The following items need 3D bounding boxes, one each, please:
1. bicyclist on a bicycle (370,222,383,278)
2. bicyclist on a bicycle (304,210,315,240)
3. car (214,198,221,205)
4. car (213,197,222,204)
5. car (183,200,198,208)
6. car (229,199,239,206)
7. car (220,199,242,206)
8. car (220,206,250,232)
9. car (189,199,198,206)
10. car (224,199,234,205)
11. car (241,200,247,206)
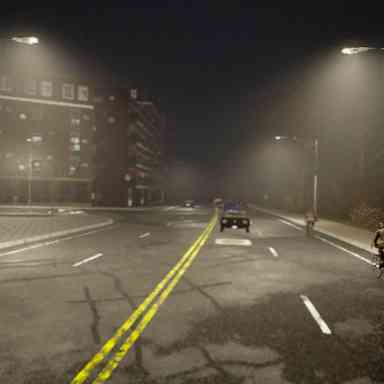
[{"bbox_3d":[5.297,1.671,9.139,0.582,1.620,1.656,1,-1,8],"label":"bicyclist on a bicycle"},{"bbox_3d":[6.438,1.792,18.154,0.582,1.620,1.656,1,-1,7],"label":"bicyclist on a bicycle"},{"bbox_3d":[7.078,2.625,84.379,1.895,1.301,4.718,1,-1,1],"label":"car"},{"bbox_3d":[7.259,2.391,94.369,2.097,1.767,4.553,1,-1,1],"label":"car"},{"bbox_3d":[-0.525,2.114,59.779,2.128,1.511,4.902,1,0,4],"label":"car"},{"bbox_3d":[10.259,2.599,81.670,2.128,1.511,4.902,1,-1,1],"label":"car"},{"bbox_3d":[4.799,2.029,41.688,1.882,1.535,5.008,1,-1,5],"label":"car"},{"bbox_3d":[2.907,1.911,22.767,1.895,1.301,4.718,1,-1,7],"label":"car"},{"bbox_3d":[0.315,2.399,75.819,1.895,1.301,4.718,1,-1,2],"label":"car"},{"bbox_3d":[10.499,2.727,94.242,2.128,1.511,4.902,1,-1,1],"label":"car"},{"bbox_3d":[9.663,2.399,64.933,1.837,1.490,4.892,1,-1,3],"label":"car"}]
